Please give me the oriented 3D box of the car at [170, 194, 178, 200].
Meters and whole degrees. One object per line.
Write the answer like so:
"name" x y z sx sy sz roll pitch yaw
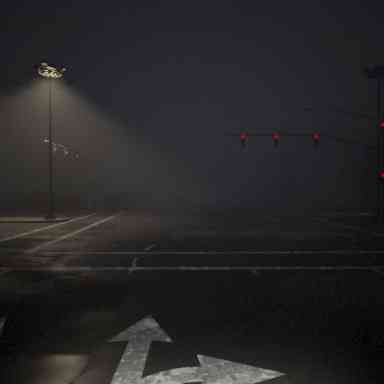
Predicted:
"car" -5.016 1.385 93.012 1.994 1.385 4.181 0 0 0

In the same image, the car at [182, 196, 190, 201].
"car" -1.569 1.589 83.851 1.895 1.301 4.718 0 0 0

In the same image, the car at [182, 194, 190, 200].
"car" -1.516 1.357 92.991 2.128 1.511 4.902 0 0 0

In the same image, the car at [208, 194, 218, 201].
"car" 5.433 1.590 84.227 1.895 1.301 4.718 0 0 0

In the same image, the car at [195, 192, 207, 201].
"car" 1.928 1.218 83.414 2.150 2.045 5.566 0 0 0

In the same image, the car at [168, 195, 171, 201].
"car" -5.067 1.495 84.258 1.837 1.490 4.892 0 0 0

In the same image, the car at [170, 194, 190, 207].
"car" -1.755 1.492 51.959 2.128 1.511 4.902 0 0 0

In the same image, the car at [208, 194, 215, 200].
"car" 5.484 1.356 92.950 1.812 1.442 4.674 0 0 0

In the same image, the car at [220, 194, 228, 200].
"car" 8.984 1.356 92.930 1.812 1.442 4.674 0 0 0

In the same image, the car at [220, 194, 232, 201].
"car" 8.928 1.533 83.343 2.033 1.411 5.357 0 0 0
